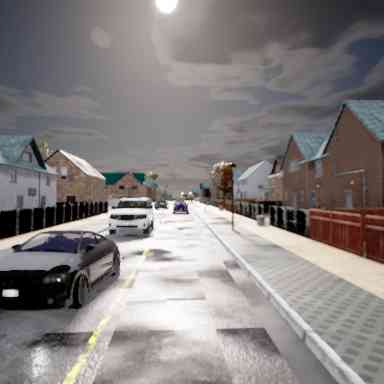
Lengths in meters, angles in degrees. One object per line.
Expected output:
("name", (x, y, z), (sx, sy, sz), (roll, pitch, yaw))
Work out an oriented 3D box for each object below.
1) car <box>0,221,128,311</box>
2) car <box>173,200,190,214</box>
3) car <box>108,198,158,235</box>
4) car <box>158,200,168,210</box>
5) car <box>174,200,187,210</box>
("car", (-3.096, 1.620, 7.863), (1.994, 1.385, 4.181), (0, 0, 3))
("car", (-1.366, 1.870, 40.651), (1.812, 1.442, 4.674), (0, -1, -2))
("car", (-3.556, 1.377, 20.407), (2.150, 2.045, 5.566), (0, -1, -2))
("car", (-4.698, 1.959, 50.927), (1.837, 1.490, 4.892), (0, -1, -2))
("car", (-1.745, 1.976, 50.687), (1.812, 1.442, 4.674), (0, -1, -2))
